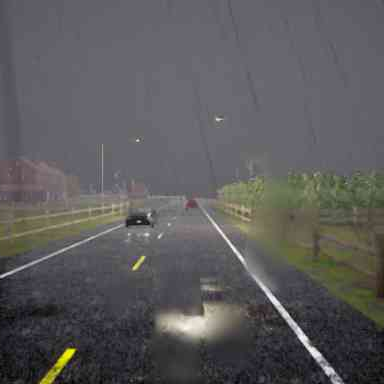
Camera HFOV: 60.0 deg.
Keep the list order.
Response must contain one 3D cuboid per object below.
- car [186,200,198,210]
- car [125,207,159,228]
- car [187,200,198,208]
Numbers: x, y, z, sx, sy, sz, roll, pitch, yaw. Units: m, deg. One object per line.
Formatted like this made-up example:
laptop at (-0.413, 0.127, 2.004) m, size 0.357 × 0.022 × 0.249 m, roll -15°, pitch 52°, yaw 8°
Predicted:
car at (0.005, 2.001, 53.495) m, size 1.882 × 1.535 × 5.008 m, roll 0°, pitch -1°, yaw 0°
car at (-3.506, 1.788, 23.936) m, size 1.994 × 1.385 × 4.181 m, roll 0°, pitch -1°, yaw 0°
car at (0.006, 2.185, 63.914) m, size 2.033 × 1.411 × 5.357 m, roll 0°, pitch -1°, yaw 0°
